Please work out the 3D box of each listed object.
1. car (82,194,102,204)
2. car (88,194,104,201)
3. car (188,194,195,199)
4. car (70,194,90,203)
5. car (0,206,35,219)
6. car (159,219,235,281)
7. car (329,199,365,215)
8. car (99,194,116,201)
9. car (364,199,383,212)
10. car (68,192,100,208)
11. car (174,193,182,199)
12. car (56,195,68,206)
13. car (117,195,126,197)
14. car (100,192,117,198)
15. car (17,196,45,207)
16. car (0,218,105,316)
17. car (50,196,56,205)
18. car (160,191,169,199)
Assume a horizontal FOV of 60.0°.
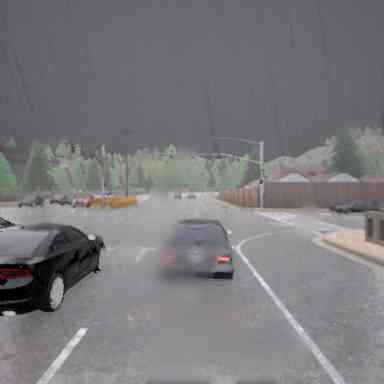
[{"bbox_3d":[-17.632,1.169,58.841,1.882,1.535,5.008,0,0,0],"label":"car"},{"bbox_3d":[-21.093,1.135,73.113,2.128,1.511,4.902,0,0,0],"label":"car"},{"bbox_3d":[-0.111,1.087,86.580,1.994,1.385,4.181,0,0,0],"label":"car"},{"bbox_3d":[-21.102,1.160,62.921,2.128,1.511,4.902,0,0,0],"label":"car"},{"bbox_3d":[-6.925,1.438,10.665,1.882,1.535,5.008,0,0,0],"label":"car"},{"bbox_3d":[0.222,1.516,9.790,2.033,1.411,5.357,0,0,3],"label":"car"},{"bbox_3d":[15.861,1.394,31.337,5.357,1.411,2.033,0,0,2],"label":"car"},{"bbox_3d":[-17.589,1.170,69.491,2.033,1.411,5.357,0,0,0],"label":"car"},{"bbox_3d":[17.837,1.414,27.765,5.357,1.411,2.033,0,0,2],"label":"car"},{"bbox_3d":[-14.153,1.128,43.878,2.097,1.767,4.553,0,0,0],"label":"car"},{"bbox_3d":[-3.610,1.061,86.407,2.128,1.511,4.902,0,0,0],"label":"car"},{"bbox_3d":[-17.659,1.294,49.100,2.033,1.411,5.357,0,0,0],"label":"car"},{"bbox_3d":[-14.088,1.215,65.928,1.994,1.385,4.181,0,0,0],"label":"car"},{"bbox_3d":[-14.153,0.943,53.451,2.150,2.045,5.566,0,0,0],"label":"car"},{"bbox_3d":[-21.153,1.280,44.012,1.837,1.490,4.892,0,0,0],"label":"car"},{"bbox_3d":[-3.429,1.454,7.597,1.882,1.535,5.008,0,0,0],"label":"car"},{"bbox_3d":[-21.149,1.199,53.507,1.882,1.535,5.008,0,0,0],"label":"car"},{"bbox_3d":[-7.110,0.760,86.505,2.150,2.045,5.566,0,0,0],"label":"car"}]
